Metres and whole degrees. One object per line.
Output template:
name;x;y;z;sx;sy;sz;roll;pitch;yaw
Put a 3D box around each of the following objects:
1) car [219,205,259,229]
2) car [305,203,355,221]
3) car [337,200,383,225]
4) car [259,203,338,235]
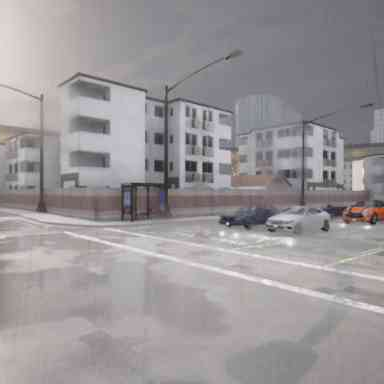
car;4.195;1.548;21.889;5.357;1.411;2.033;0;0;-40
car;11.756;1.626;28.137;4.718;1.301;1.895;0;0;-39
car;13.119;1.379;24.720;4.553;1.767;2.097;0;0;-39
car;6.163;1.530;18.966;4.674;1.442;1.812;0;0;-40
